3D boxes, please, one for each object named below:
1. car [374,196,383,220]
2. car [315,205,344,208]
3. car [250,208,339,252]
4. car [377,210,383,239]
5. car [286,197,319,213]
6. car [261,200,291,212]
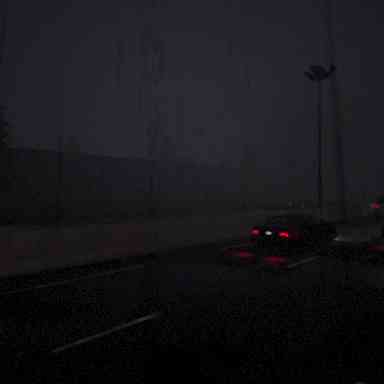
[{"bbox_3d":[17.409,1.365,28.673,2.150,2.045,5.566,0,0,42],"label":"car"},{"bbox_3d":[16.044,1.742,37.888,2.033,1.411,5.357,0,0,42],"label":"car"},{"bbox_3d":[4.607,1.624,14.516,2.033,1.411,5.357,0,0,42],"label":"car"},{"bbox_3d":[10.629,1.643,15.946,1.994,1.385,4.181,0,0,42],"label":"car"},{"bbox_3d":[13.400,1.561,40.178,2.097,1.767,4.553,0,0,42],"label":"car"},{"bbox_3d":[10.756,1.788,42.469,1.994,1.385,4.181,0,0,42],"label":"car"}]
